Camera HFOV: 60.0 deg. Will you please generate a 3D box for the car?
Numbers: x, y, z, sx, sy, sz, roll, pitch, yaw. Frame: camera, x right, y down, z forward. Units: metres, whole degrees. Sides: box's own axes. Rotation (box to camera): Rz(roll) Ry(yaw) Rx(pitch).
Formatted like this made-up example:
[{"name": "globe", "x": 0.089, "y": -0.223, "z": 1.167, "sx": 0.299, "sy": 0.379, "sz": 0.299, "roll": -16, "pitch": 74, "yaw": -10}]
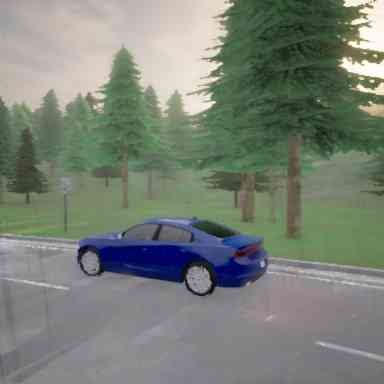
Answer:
[{"name": "car", "x": -0.670, "y": 1.358, "z": 8.270, "sx": 5.008, "sy": 1.535, "sz": 1.882, "roll": 1, "pitch": 1, "yaw": 29}]
